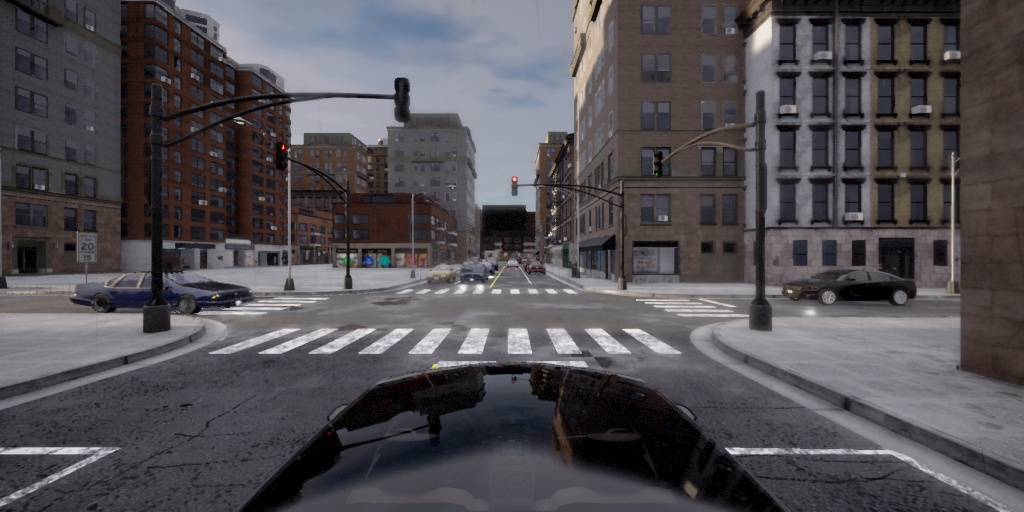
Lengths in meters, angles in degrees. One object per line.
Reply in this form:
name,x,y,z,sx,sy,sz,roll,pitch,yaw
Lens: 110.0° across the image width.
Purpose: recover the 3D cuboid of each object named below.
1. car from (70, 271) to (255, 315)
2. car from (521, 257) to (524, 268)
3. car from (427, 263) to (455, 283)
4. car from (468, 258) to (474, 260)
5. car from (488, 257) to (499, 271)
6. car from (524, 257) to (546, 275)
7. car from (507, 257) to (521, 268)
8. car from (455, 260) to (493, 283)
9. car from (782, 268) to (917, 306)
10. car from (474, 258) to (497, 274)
car,-12.342,1.242,12.810,5.357,1.411,2.033,0,0,2
car,2.644,1.066,45.066,2.192,1.841,5.009,0,0,0
car,-5.384,1.276,27.912,1.751,1.417,4.829,0,0,0
car,-5.382,1.302,45.068,2.007,1.370,4.403,0,0,0
car,-2.827,1.230,48.706,1.882,1.535,5.008,0,0,0
car,2.643,1.191,39.404,1.967,1.591,4.097,0,0,0
car,0.112,1.279,61.904,1.812,1.442,4.674,0,0,0
car,-2.845,1.298,28.165,2.033,1.411,5.357,0,0,0
car,14.774,1.310,15.873,5.008,1.535,1.882,0,0,-1
car,-2.846,1.277,38.215,1.812,1.442,4.674,0,0,0
